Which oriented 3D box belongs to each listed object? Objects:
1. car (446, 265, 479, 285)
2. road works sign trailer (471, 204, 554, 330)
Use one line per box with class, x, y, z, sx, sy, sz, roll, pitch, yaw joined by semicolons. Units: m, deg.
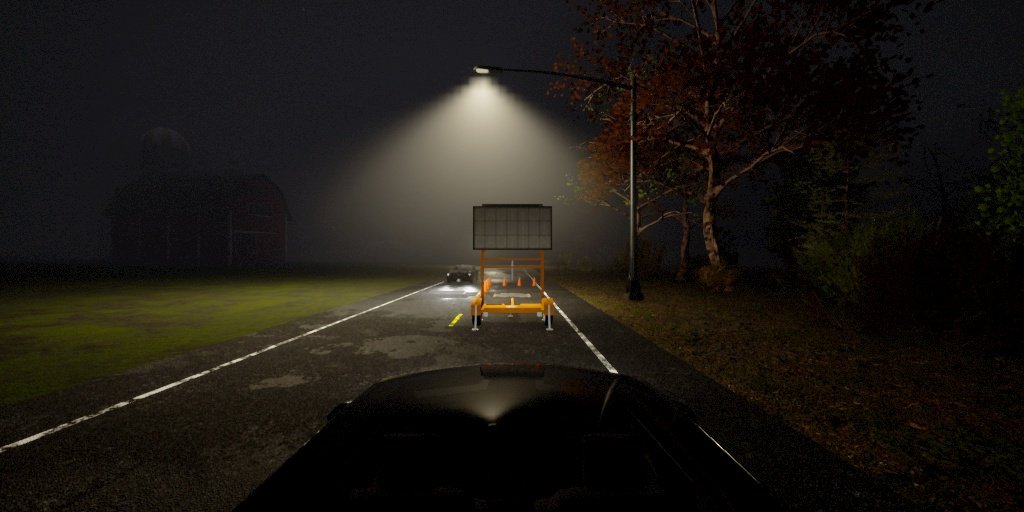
car;-3.604;1.342;26.458;1.895;1.301;4.718;0;0;0
road works sign trailer;0.012;0.212;11.053;2.380;3.560;2.880;0;0;0
